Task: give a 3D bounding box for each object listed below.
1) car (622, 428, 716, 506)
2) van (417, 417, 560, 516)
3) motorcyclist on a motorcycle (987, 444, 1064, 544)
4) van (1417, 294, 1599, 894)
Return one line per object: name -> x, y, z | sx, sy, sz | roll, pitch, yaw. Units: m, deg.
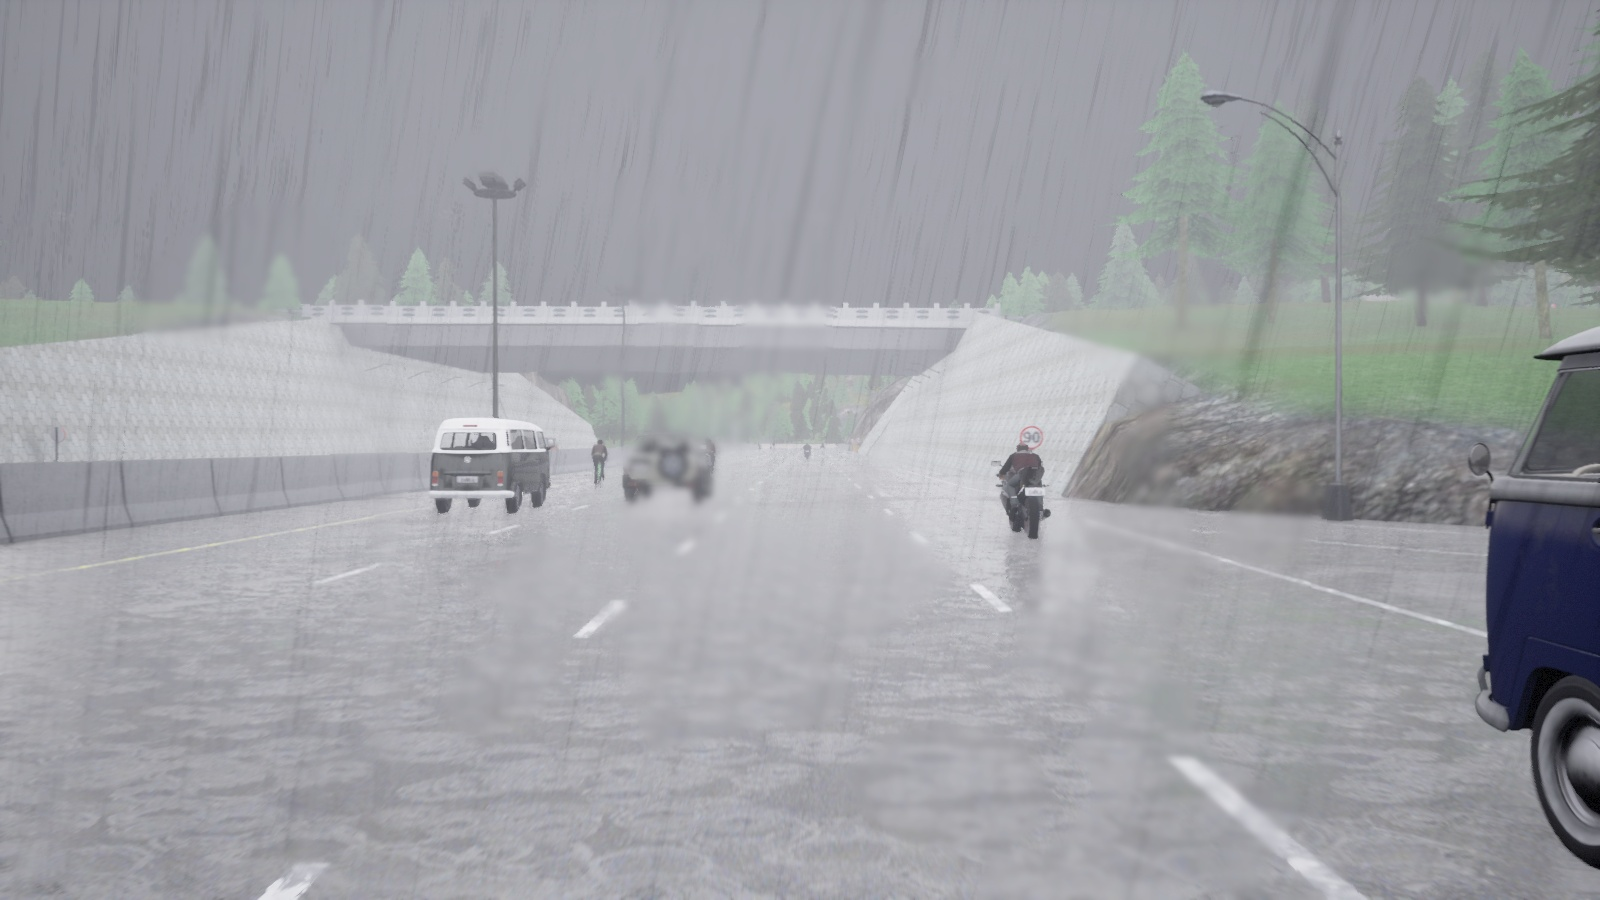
car -> -3.300, 0.380, 32.435 | 1.932, 1.855, 4.605 | 0, 1, 0
van -> -6.825, 0.309, 28.024 | 2.069, 2.038, 4.480 | 0, 1, 0
motorcyclist on a motorcycle -> 3.632, 0.669, 20.436 | 0.866, 1.530, 2.191 | 0, 0, 0
van -> 3.534, 0.485, 3.178 | 1.775, 1.987, 4.442 | 0, 0, 0
